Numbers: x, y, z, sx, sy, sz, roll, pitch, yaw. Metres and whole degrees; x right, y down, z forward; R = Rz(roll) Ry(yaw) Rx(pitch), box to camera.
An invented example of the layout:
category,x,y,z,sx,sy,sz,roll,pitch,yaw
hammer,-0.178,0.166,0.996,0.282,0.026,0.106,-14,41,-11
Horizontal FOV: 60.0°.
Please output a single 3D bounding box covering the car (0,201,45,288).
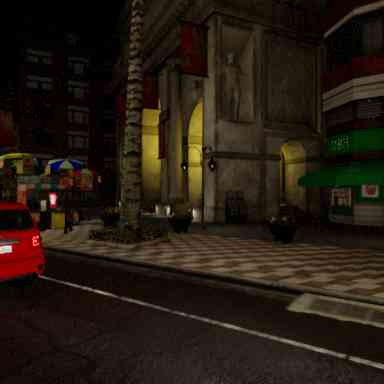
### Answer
category,x,y,z,sx,sy,sz,roll,pitch,yaw
car,-5.856,1.221,8.059,5.566,2.045,2.150,0,0,36
